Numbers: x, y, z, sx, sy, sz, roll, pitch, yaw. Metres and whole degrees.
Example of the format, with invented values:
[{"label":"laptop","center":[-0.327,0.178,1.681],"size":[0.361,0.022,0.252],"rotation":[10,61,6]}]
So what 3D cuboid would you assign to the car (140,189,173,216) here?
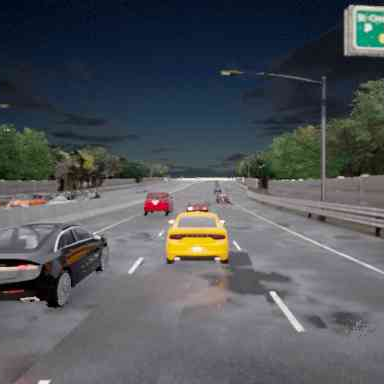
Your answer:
[{"label":"car","center":[-2.980,1.003,30.344],"size":[2.150,2.045,5.566],"rotation":[0,1,2]}]

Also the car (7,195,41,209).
[{"label":"car","center":[-17.056,1.083,34.431],"size":[2.097,1.767,4.553],"rotation":[0,1,2]}]

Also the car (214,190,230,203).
[{"label":"car","center":[4.649,0.900,51.059],"size":[1.812,1.442,4.674],"rotation":[0,2,3]}]

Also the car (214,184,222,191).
[{"label":"car","center":[6.929,-0.648,89.156],"size":[2.097,1.767,4.553],"rotation":[0,3,4]}]

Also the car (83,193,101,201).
[{"label":"car","center":[-16.236,0.841,54.423],"size":[1.812,1.442,4.674],"rotation":[0,1,3]}]

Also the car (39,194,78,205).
[{"label":"car","center":[-13.561,1.256,34.450],"size":[1.812,1.442,4.674],"rotation":[0,1,2]}]

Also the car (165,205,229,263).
[{"label":"car","center":[0.178,1.442,11.824],"size":[1.882,1.535,5.008],"rotation":[0,0,1]}]

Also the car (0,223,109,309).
[{"label":"car","center":[-3.357,1.476,7.825],"size":[2.128,1.511,4.902],"rotation":[0,0,0]}]

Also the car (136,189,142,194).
[{"label":"car","center":[-11.509,-0.012,76.133],"size":[1.882,1.535,5.008],"rotation":[0,2,4]}]

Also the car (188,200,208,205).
[{"label":"car","center":[0.512,1.388,29.988],"size":[1.895,1.301,4.718],"rotation":[0,1,1]}]
